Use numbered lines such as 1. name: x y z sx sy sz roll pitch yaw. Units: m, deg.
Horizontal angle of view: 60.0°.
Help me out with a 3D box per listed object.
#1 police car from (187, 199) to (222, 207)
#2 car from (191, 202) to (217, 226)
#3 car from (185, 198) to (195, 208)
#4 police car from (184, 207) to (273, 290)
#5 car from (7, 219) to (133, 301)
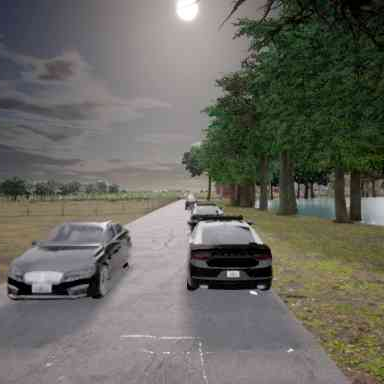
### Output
1. police car: 0.819 1.459 19.215 1.930 1.638 5.238 0 0 0
2. car: 0.817 1.557 25.105 1.837 1.490 4.892 0 0 0
3. car: 0.011 1.638 47.644 1.882 1.535 5.008 0 0 1
4. police car: 0.822 1.435 9.214 1.930 1.638 5.238 0 0 0
5. car: -2.751 1.500 8.545 2.128 1.511 4.902 0 0 0
